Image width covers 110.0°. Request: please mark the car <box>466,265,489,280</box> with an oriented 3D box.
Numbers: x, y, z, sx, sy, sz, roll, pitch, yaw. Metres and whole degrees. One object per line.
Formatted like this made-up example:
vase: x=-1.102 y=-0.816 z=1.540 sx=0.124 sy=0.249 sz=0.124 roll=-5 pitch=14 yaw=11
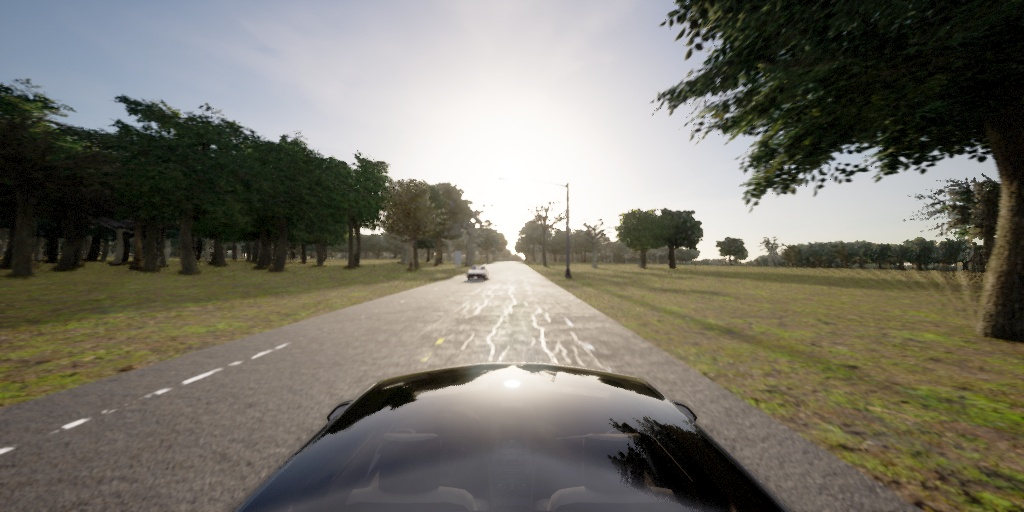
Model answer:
car: x=-3.311 y=1.621 z=35.509 sx=2.033 sy=1.411 sz=5.357 roll=0 pitch=-1 yaw=1
